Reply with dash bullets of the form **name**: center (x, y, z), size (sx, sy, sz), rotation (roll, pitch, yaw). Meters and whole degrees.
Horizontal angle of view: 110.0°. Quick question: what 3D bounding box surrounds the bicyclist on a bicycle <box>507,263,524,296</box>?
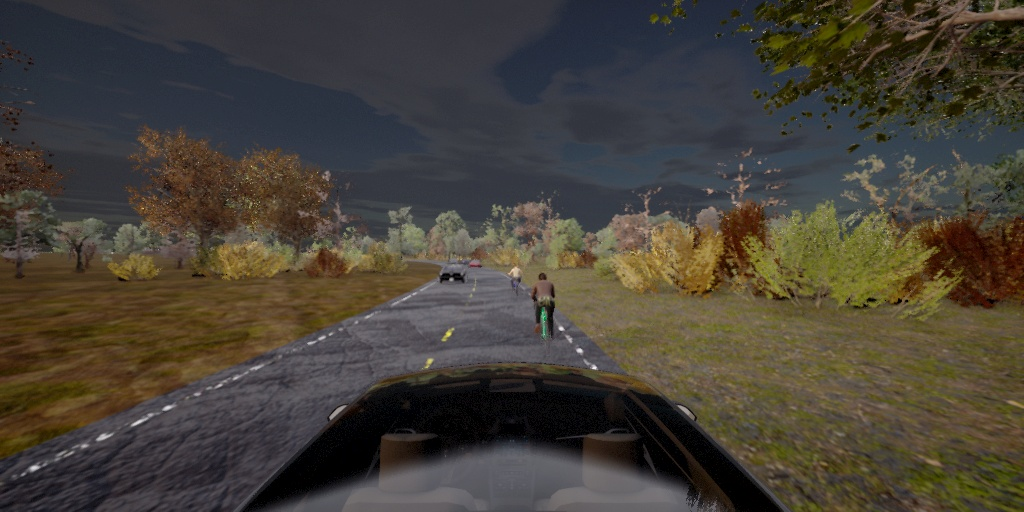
- **bicyclist on a bicycle**: center (0.200, 1.172, 18.226), size (0.866, 1.612, 1.509), rotation (0, 0, -3)

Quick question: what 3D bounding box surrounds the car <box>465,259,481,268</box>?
- **car**: center (-6.475, 1.264, 61.212), size (1.994, 1.385, 4.181), rotation (0, 0, -12)

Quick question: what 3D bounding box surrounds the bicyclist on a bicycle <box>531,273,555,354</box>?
- **bicyclist on a bicycle**: center (0.694, 1.197, 7.808), size (0.582, 1.620, 1.656), rotation (0, 0, -2)

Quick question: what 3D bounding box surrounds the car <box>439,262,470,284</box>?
- **car**: center (-4.380, 1.332, 26.917), size (1.895, 1.301, 4.718), rotation (0, 0, -6)
